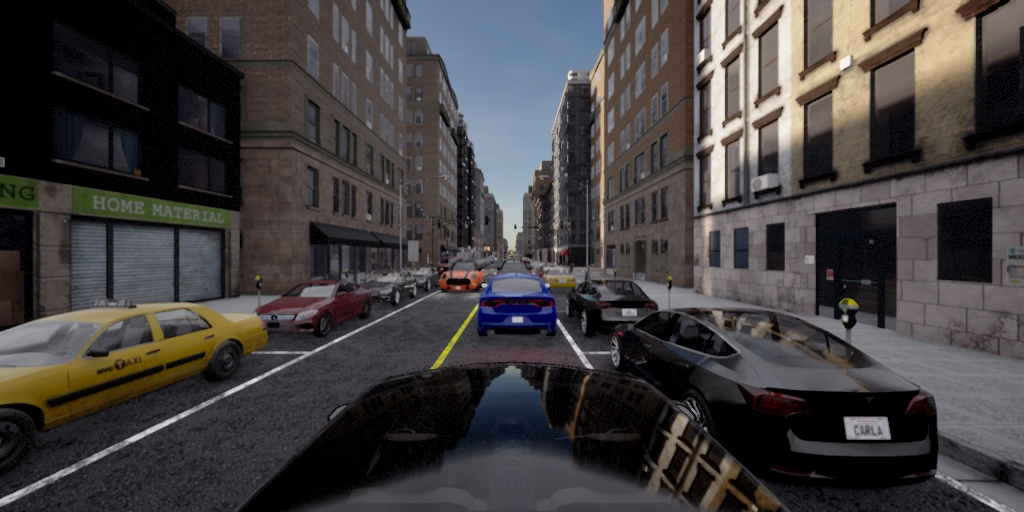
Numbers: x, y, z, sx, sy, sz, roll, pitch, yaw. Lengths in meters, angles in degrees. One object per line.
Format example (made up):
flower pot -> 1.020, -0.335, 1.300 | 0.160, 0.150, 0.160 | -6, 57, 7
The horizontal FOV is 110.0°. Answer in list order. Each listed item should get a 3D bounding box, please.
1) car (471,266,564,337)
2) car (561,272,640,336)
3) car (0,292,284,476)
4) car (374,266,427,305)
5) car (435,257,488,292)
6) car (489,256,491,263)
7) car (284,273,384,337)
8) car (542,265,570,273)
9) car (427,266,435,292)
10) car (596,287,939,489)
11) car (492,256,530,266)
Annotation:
car -> 0.116, 1.219, 10.238 | 1.882, 1.535, 5.008 | 0, 0, 0
car -> 2.652, 1.307, 10.155 | 1.948, 1.339, 4.313 | 0, 0, 0
car -> -5.384, 1.272, 4.596 | 1.751, 1.417, 4.829 | 0, 0, 0
car -> -5.363, 1.285, 15.592 | 2.007, 1.370, 4.403 | 0, 0, 0
car -> -2.795, 1.078, 20.948 | 2.097, 1.767, 4.553 | 0, 0, 0
car -> -5.269, 1.203, 63.749 | 1.888, 1.381, 4.507 | 0, 0, 0
car -> -5.373, 1.323, 10.179 | 1.802, 1.307, 4.207 | 0, 0, 0
car -> 2.673, 1.252, 21.151 | 1.751, 1.417, 4.829 | 0, 0, 0
car -> -5.352, 1.277, 21.005 | 2.007, 1.370, 4.403 | 0, 0, 0
car -> 2.641, 1.313, 4.742 | 1.948, 1.339, 4.313 | 0, 0, 0
car -> 0.139, 1.077, 21.384 | 2.097, 1.767, 4.553 | 0, 0, 0
